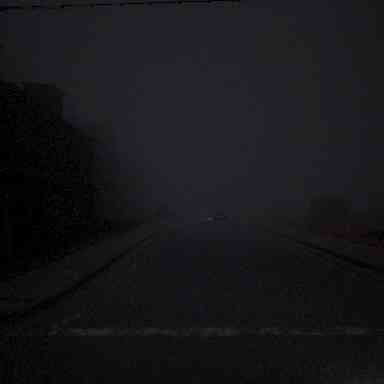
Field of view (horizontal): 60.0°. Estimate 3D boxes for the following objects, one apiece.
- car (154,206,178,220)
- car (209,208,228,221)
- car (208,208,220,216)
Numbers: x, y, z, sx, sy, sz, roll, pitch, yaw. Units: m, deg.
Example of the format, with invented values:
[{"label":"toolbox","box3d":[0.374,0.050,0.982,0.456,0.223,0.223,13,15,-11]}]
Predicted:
[{"label":"car","box3d":[-3.898,3.015,48.714,1.905,1.878,3.866,8,-6,-41]},{"label":"car","box3d":[3.812,3.158,45.161,1.994,1.385,4.181,-1,-2,1]},{"label":"car","box3d":[4.111,3.732,62.753,2.128,1.511,4.902,-1,-2,1]}]
